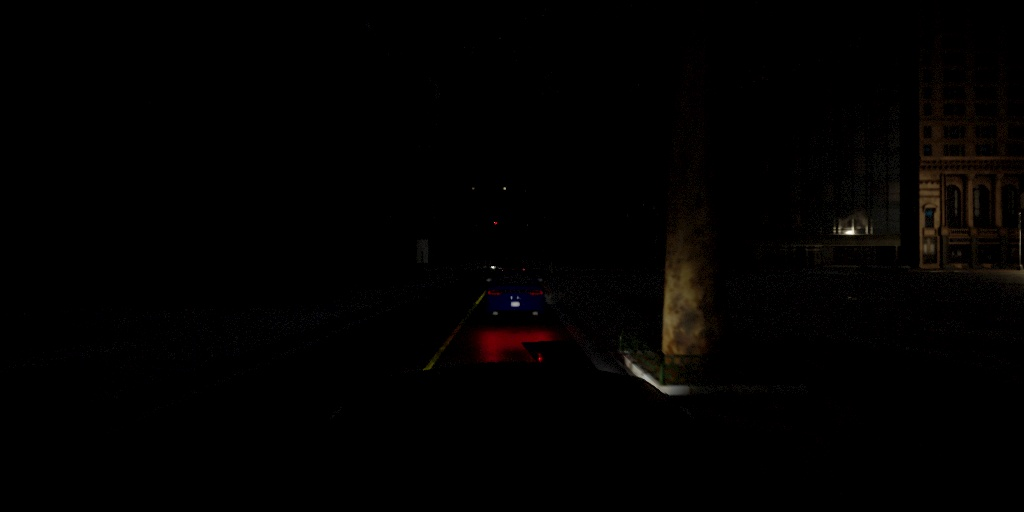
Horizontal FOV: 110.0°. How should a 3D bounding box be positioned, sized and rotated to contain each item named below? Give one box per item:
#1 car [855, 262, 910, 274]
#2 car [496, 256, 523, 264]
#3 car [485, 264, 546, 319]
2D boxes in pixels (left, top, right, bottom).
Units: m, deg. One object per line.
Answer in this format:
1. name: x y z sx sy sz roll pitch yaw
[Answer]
1. car: 43.221 1.367 41.940 4.718 1.301 1.895 0 0 0
2. car: 0.145 1.132 27.824 2.097 1.767 4.553 0 0 1
3. car: 0.100 1.238 12.881 1.882 1.535 5.008 0 0 0
